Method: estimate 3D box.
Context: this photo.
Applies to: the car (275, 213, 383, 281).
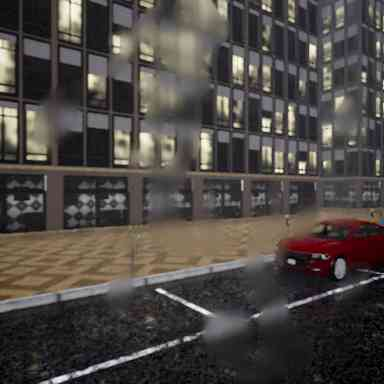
[{"bbox_3d":[4.327,1.484,9.642,4.507,1.381,1.887,0,1,-35],"label":"car"}]
